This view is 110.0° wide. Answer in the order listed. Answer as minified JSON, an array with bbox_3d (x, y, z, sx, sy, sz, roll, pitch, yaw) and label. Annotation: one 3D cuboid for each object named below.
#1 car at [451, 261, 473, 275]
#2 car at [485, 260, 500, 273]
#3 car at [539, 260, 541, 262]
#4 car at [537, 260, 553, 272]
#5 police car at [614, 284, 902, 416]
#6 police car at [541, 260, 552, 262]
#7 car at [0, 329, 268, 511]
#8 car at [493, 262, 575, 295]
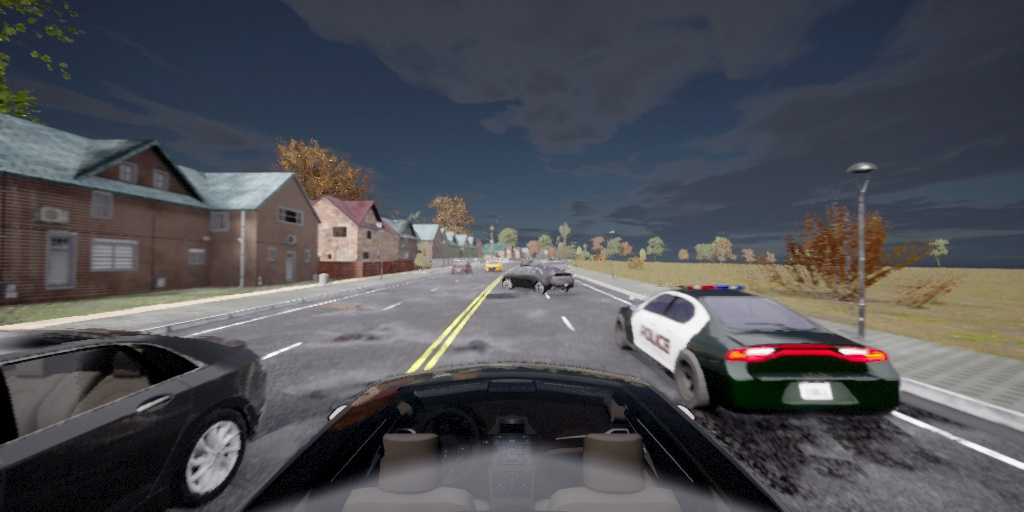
[{"bbox_3d":[-5.708,1.328,41.172,1.812,1.442,4.674,0,0,3],"label":"car"},{"bbox_3d":[-2.244,1.289,45.563,1.882,1.535,5.008,0,0,3],"label":"car"},{"bbox_3d":[4.028,1.258,39.250,1.801,1.575,5.366,0,0,2],"label":"car"},{"bbox_3d":[4.539,1.324,50.022,2.163,1.488,4.792,0,0,3],"label":"car"},{"bbox_3d":[3.255,1.264,6.238,2.038,1.542,4.974,0,0,0],"label":"police car"},{"bbox_3d":[3.633,1.290,28.123,2.038,1.542,4.974,0,0,2],"label":"police car"},{"bbox_3d":[-3.336,1.250,1.560,1.837,1.490,4.892,0,0,0],"label":"car"},{"bbox_3d":[1.321,1.265,19.998,2.128,1.511,4.902,0,0,-35],"label":"car"}]
